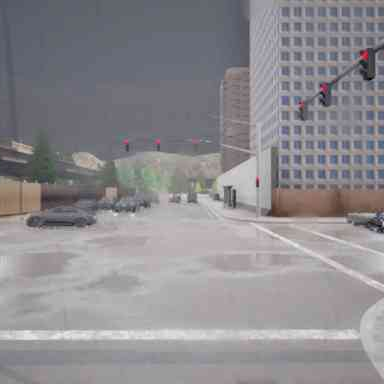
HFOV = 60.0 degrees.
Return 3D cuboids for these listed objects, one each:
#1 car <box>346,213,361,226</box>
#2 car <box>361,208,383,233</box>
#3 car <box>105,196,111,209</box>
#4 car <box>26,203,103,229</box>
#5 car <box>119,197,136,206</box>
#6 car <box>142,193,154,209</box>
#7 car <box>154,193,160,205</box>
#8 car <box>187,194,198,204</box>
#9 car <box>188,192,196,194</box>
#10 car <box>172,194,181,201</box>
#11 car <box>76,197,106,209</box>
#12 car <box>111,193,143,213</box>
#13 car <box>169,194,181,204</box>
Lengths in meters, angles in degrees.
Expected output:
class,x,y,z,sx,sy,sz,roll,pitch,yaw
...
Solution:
class,x,y,z,sx,sy,sz,roll,pitch,yaw
car,12.476,1.642,21.188,4.718,1.301,1.895,0,0,0
car,11.965,1.396,17.687,4.553,1.767,2.097,0,0,0
car,-10.569,1.323,42.147,2.097,1.767,4.553,0,0,0
car,-8.173,1.572,21.154,4.181,1.385,1.994,0,0,0
car,-10.550,1.564,54.564,1.895,1.301,4.718,0,0,0
car,-7.059,1.190,46.233,2.150,2.045,5.566,0,0,0
car,-7.021,1.183,59.072,2.150,2.045,5.566,0,0,0
car,0.034,1.557,64.285,1.895,1.301,4.718,0,0,0
car,0.039,1.002,74.507,2.150,2.045,5.566,0,0,0
car,-3.461,1.255,74.480,1.882,1.535,5.008,0,0,0
car,-10.585,1.469,33.251,2.128,1.511,4.902,0,0,1
car,-7.068,1.327,36.797,2.097,1.767,4.553,0,0,0
car,-3.466,1.557,64.288,1.895,1.301,4.718,0,0,0
